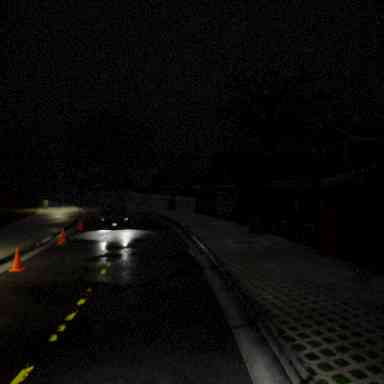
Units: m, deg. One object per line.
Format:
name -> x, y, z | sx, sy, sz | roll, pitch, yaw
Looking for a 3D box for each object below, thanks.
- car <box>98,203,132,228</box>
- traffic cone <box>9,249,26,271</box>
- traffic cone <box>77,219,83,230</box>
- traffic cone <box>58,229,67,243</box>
car -> -4.948, 1.429, 21.343 | 2.033, 1.411, 5.357 | 0, 0, -13
traffic cone -> -4.950, 1.910, 9.438 | 0.340, 0.580, 0.340 | 0, 0, -6
traffic cone -> -6.407, 1.855, 19.094 | 0.340, 0.580, 0.340 | 0, 0, -11
traffic cone -> -5.566, 1.882, 14.283 | 0.340, 0.580, 0.340 | 0, 0, -9
